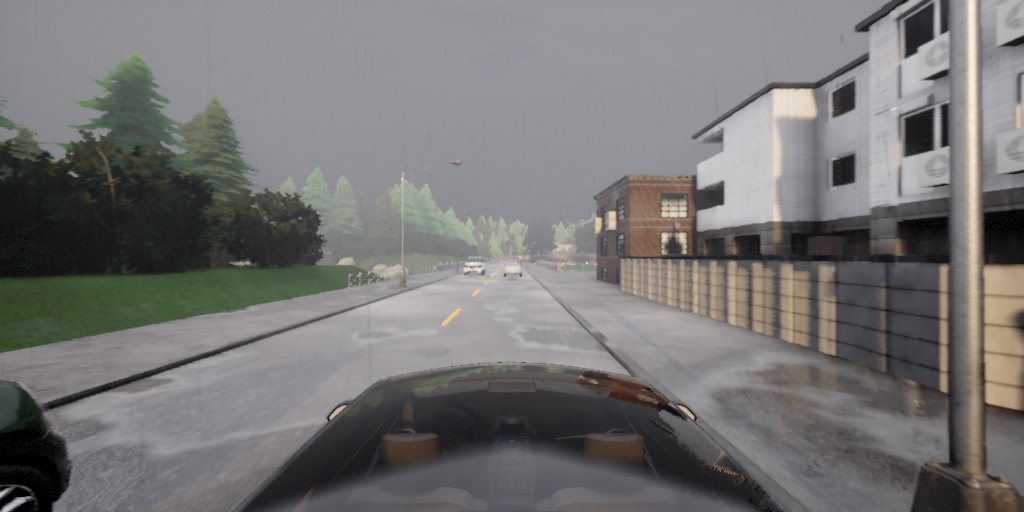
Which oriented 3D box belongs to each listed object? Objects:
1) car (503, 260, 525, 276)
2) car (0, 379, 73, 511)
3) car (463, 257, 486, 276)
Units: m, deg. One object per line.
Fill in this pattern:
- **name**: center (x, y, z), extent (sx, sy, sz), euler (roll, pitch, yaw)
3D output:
- **car**: center (0.095, 1.383, 38.221), extent (1.812, 1.442, 4.674), euler (0, 0, 0)
- **car**: center (-4.101, 1.099, 0.451), extent (2.097, 1.767, 4.553), euler (0, 0, 0)
- **car**: center (-4.095, 1.087, 40.006), extent (2.150, 2.045, 5.566), euler (0, 0, 0)
